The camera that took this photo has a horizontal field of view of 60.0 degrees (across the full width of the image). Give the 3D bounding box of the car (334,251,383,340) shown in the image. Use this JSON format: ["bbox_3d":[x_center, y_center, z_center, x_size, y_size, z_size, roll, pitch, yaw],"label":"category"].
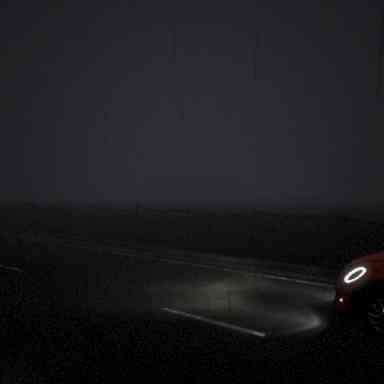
[{"bbox_3d":[4.640,1.352,4.979,4.553,1.767,2.097,0,0,35],"label":"car"}]
